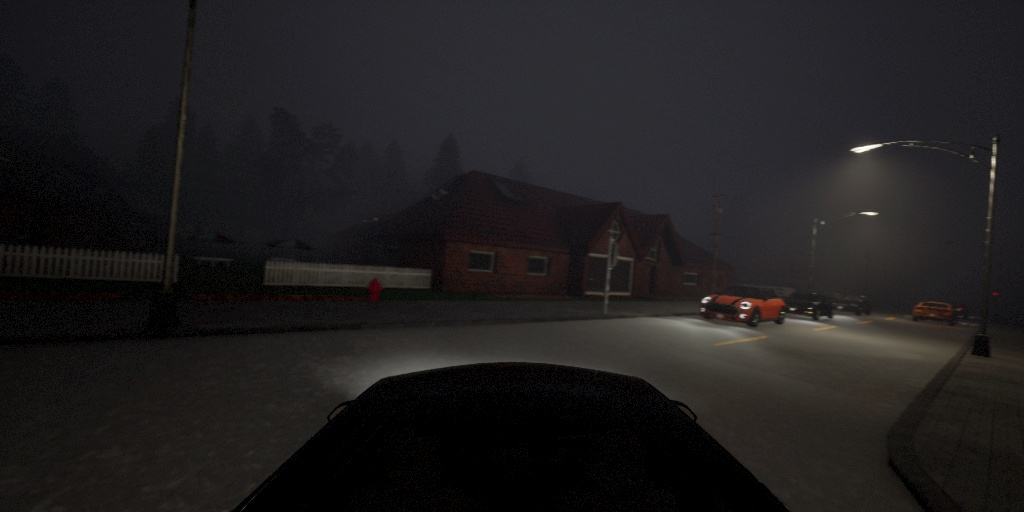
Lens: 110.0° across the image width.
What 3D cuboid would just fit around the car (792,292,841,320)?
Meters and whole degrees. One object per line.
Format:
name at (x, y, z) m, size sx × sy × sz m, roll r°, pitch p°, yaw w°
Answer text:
car at (18.001, 2.975, 21.883) m, size 4.892 × 1.490 × 1.837 m, roll 5°, pitch -1°, yaw -36°

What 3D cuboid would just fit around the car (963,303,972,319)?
car at (42.789, 5.208, 34.749) m, size 4.902 × 1.511 × 2.128 m, roll 5°, pitch -1°, yaw -36°

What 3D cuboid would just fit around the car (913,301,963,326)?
car at (30.829, 4.088, 26.039) m, size 5.008 × 1.535 × 1.882 m, roll 6°, pitch -1°, yaw -36°

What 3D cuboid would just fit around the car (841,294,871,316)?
car at (26.220, 3.721, 27.838) m, size 4.902 × 1.511 × 2.128 m, roll 5°, pitch -1°, yaw -36°

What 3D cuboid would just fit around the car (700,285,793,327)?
car at (10.714, 2.149, 16.575) m, size 4.553 × 1.767 × 2.097 m, roll 5°, pitch -1°, yaw -36°
